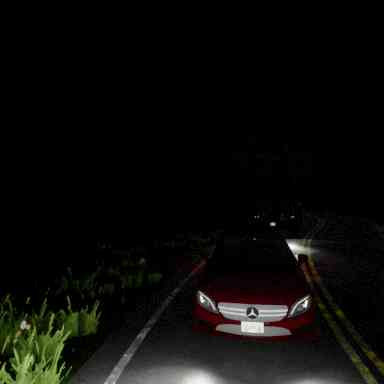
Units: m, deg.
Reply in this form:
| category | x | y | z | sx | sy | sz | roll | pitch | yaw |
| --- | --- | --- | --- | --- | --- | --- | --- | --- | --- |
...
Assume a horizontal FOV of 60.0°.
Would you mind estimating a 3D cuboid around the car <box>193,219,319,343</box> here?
| category | x | y | z | sx | sy | sz | roll | pitch | yaw |
| --- | --- | --- | --- | --- | --- | --- | --- | --- | --- |
| car | 1.224 | 1.534 | 6.703 | 1.812 | 1.442 | 4.674 | -1 | 0 | 11 |

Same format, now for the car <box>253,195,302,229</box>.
| category | x | y | z | sx | sy | sz | roll | pitch | yaw |
| --- | --- | --- | --- | --- | --- | --- | --- | --- | --- |
| car | 4.982 | 1.215 | 18.879 | 2.150 | 2.045 | 5.566 | -2 | -1 | 22 |
